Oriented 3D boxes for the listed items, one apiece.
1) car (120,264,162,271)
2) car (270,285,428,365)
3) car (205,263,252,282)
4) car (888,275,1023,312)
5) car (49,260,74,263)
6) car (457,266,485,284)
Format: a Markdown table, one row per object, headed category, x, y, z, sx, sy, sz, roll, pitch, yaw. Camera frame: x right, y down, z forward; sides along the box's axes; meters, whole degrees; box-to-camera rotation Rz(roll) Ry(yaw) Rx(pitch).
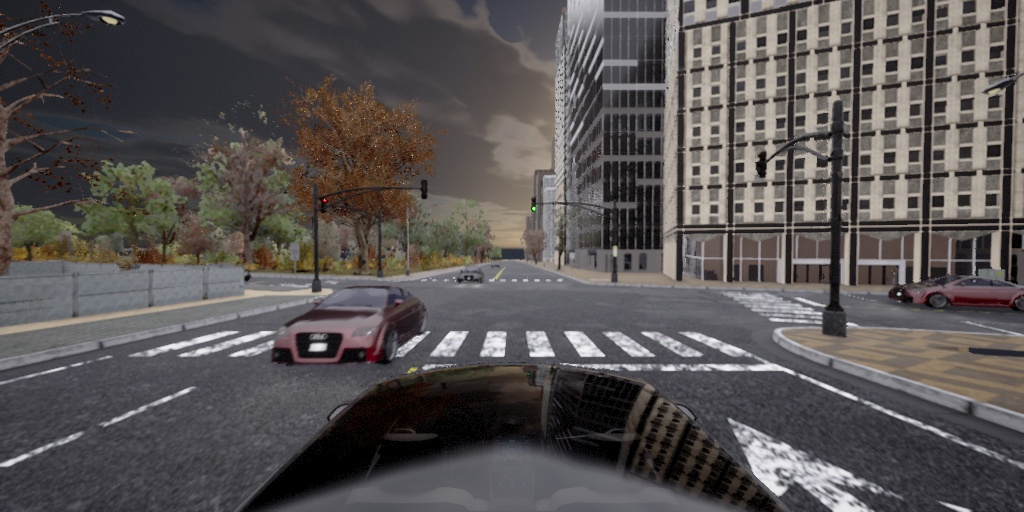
| category | x | y | z | sx | sy | sz | roll | pitch | yaw |
| --- | --- | --- | --- | --- | --- | --- | --- | --- | --- |
| car | -32.036 | 1.350 | 31.595 | 4.718 | 1.301 | 1.895 | 0 | 1 | 21 |
| car | -3.255 | 1.360 | 8.020 | 1.994 | 1.385 | 4.181 | 0 | 0 | 0 |
| car | -22.672 | 1.295 | 28.060 | 4.902 | 1.511 | 2.128 | 0 | 1 | 21 |
| car | 19.526 | 1.553 | 15.680 | 4.181 | 1.385 | 1.994 | 0 | 1 | 19 |
| car | -46.808 | 1.141 | 37.198 | 5.008 | 1.535 | 1.882 | 0 | 1 | 21 |
| car | -3.270 | 1.513 | 29.172 | 1.994 | 1.385 | 4.181 | 0 | -1 | 0 |
